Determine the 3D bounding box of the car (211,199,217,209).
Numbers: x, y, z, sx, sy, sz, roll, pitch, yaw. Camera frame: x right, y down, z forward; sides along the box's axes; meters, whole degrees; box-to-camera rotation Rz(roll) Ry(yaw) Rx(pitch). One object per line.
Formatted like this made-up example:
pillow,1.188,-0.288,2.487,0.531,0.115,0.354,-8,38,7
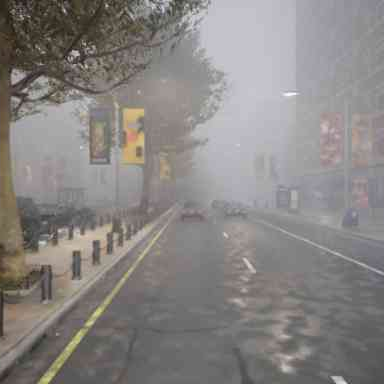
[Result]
car,3.574,1.547,43.868,1.994,1.385,4.181,0,0,0

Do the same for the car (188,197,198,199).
car,0.071,1.490,43.577,1.837,1.490,4.892,0,0,0

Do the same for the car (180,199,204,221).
car,0.014,1.537,27.440,2.033,1.411,5.357,0,0,0

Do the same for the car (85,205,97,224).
car,-7.998,1.578,22.889,1.994,1.385,4.181,0,1,0

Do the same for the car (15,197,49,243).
car,-7.999,1.217,13.081,2.150,2.045,5.566,0,0,0

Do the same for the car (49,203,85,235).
car,-7.998,1.406,18.528,2.128,1.511,4.902,0,4,0

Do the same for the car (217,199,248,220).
car,3.519,1.537,28.305,2.033,1.411,5.357,0,0,0
